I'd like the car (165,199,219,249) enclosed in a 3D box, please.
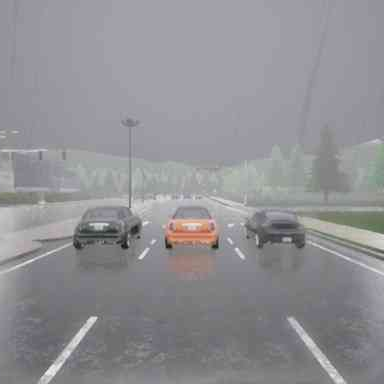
[{"bbox_3d":[0.000,1.365,14.632,2.097,1.767,4.553,0,0,0],"label":"car"}]

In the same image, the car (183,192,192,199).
[{"bbox_3d":[-1.334,1.153,94.123,2.150,2.045,5.566,0,0,0],"label":"car"}]

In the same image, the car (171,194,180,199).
[{"bbox_3d":[-4.835,1.447,94.802,1.837,1.490,4.892,0,0,0],"label":"car"}]

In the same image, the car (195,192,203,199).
[{"bbox_3d":[2.165,1.462,94.459,1.812,1.442,4.674,0,0,0],"label":"car"}]

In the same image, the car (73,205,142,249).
[{"bbox_3d":[-3.500,1.365,14.632,2.097,1.767,4.553,0,0,0],"label":"car"}]

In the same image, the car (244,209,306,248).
[{"bbox_3d":[3.500,1.515,14.662,1.837,1.490,4.892,0,0,0],"label":"car"}]
